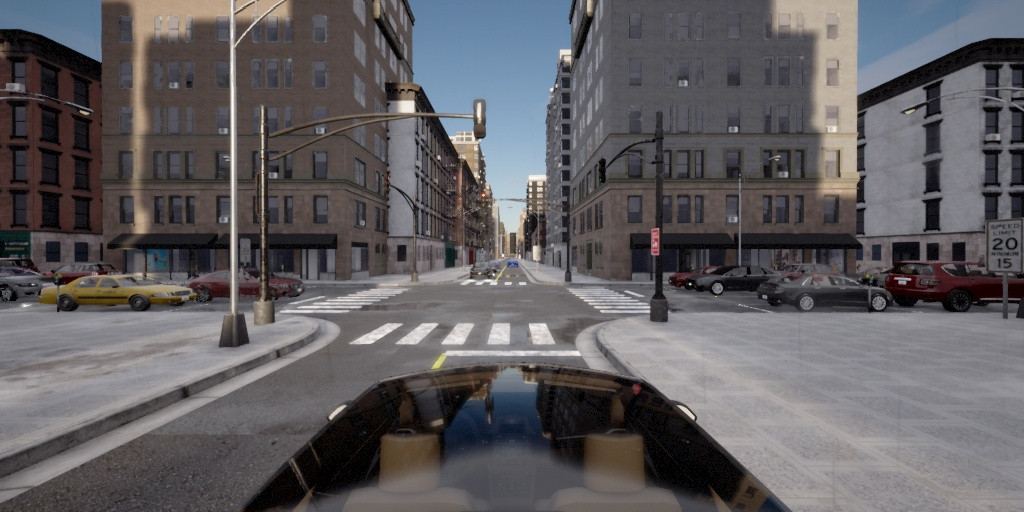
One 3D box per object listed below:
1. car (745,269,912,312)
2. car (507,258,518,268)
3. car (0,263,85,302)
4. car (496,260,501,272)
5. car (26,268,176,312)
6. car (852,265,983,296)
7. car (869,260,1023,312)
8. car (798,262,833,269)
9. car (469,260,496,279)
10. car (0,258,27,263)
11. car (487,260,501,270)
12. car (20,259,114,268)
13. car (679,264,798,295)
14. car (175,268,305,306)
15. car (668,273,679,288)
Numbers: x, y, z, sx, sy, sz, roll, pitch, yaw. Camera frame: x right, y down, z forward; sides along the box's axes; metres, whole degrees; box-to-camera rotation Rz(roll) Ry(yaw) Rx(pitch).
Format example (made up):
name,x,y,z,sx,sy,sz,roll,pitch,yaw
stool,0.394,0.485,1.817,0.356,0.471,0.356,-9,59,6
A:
name,x,y,z,sx,sy,sz,roll,pitch,yaw
car,11.791,1.323,13.619,4.403,1.370,2.007,0,0,0
car,0.144,1.239,63.126,1.882,1.535,5.008,0,0,0
car,-23.201,1.245,16.261,4.902,1.511,2.128,0,0,0
car,-2.750,1.301,43.660,2.033,1.411,5.357,0,0,0
car,-14.885,1.292,13.704,4.829,1.417,1.751,0,0,0
car,21.401,1.253,19.073,4.892,1.490,1.837,0,0,0
car,17.200,1.089,13.602,5.009,1.841,2.192,0,0,0
car,17.226,1.174,21.627,4.097,1.591,1.967,0,0,0
car,-2.777,1.256,33.016,1.837,1.490,4.892,0,0,0
car,-32.014,1.039,21.783,5.009,1.841,2.192,0,0,0
car,-2.717,1.283,54.234,1.812,1.442,4.674,0,0,0
car,-26.352,1.165,21.765,4.097,1.591,1.967,0,0,0
car,11.919,1.251,19.100,4.892,1.490,1.837,0,0,0
car,-11.935,1.281,16.213,4.674,1.442,1.812,0,0,0
car,11.817,1.278,21.644,4.507,1.381,1.888,0,0,0
